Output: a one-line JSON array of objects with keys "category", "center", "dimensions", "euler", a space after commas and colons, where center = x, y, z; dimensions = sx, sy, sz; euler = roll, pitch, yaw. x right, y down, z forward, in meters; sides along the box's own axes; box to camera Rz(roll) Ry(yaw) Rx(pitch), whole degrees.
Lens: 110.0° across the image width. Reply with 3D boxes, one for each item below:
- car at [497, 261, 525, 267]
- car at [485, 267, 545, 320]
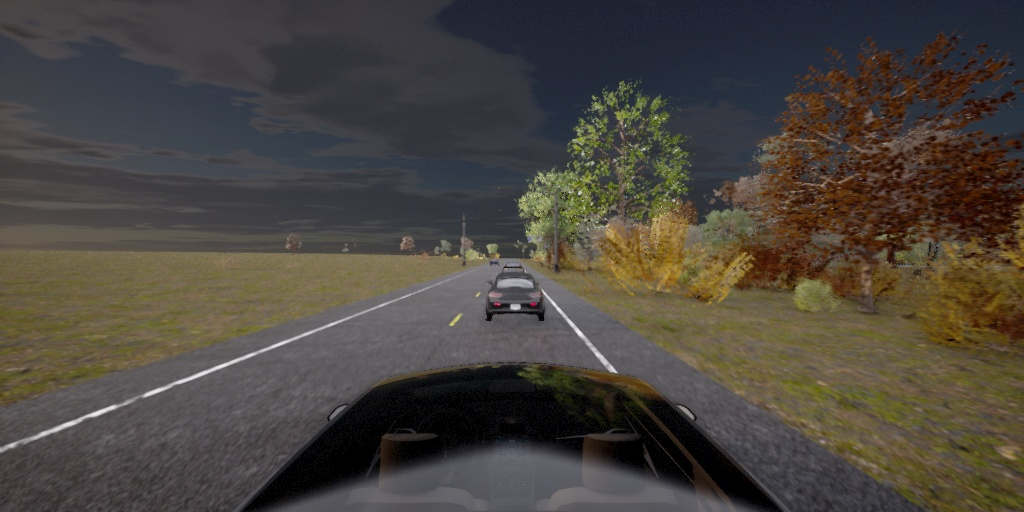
[{"category": "car", "center": [0.095, 1.240, 30.404], "dimensions": [2.128, 1.511, 4.902], "euler": [0, 0, 0]}, {"category": "car", "center": [0.098, 1.275, 12.432], "dimensions": [1.812, 1.442, 4.674], "euler": [0, 0, 0]}]
